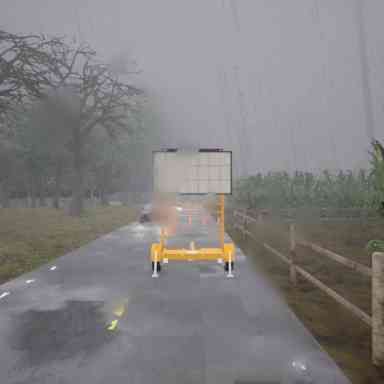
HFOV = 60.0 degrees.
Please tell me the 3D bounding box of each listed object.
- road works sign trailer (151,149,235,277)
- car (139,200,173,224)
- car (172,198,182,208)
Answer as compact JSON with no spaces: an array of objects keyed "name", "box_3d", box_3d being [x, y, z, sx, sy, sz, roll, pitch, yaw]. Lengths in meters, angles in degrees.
[{"name":"road works sign trailer","box_3d":[0.023,0.478,10.272,2.380,3.560,2.880,0,0,0]},{"name":"car","box_3d":[-2.792,1.557,25.416,1.882,1.535,5.008,0,0,0]},{"name":"car","box_3d":[-2.626,1.780,54.339,2.128,1.511,4.902,0,-1,0]}]
